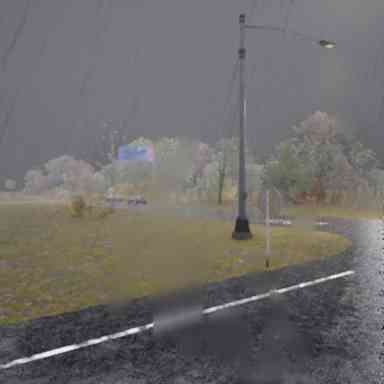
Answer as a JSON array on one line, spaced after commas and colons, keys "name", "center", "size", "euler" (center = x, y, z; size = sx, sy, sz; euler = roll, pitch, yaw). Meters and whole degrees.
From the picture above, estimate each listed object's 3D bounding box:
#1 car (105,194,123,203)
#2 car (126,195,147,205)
[{"name": "car", "center": [-14.666, 1.119, 62.055], "size": [2.097, 1.767, 4.553], "euler": [0, 0, -34]}, {"name": "car", "center": [-8.977, 1.292, 53.579], "size": [1.837, 1.490, 4.892], "euler": [0, 0, -33]}]
